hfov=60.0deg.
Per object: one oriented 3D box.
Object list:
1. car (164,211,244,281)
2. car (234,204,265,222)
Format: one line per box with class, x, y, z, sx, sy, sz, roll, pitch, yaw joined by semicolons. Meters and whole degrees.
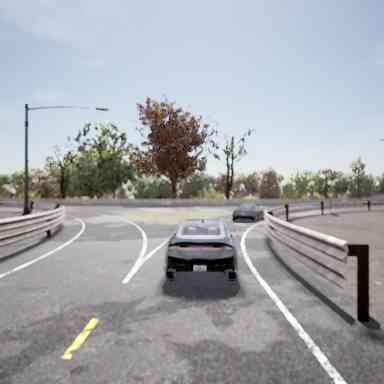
car;0.322;1.548;10.078;2.128;1.511;4.902;0;0;3
car;4.945;1.719;28.587;1.994;1.385;4.181;0;0;25
